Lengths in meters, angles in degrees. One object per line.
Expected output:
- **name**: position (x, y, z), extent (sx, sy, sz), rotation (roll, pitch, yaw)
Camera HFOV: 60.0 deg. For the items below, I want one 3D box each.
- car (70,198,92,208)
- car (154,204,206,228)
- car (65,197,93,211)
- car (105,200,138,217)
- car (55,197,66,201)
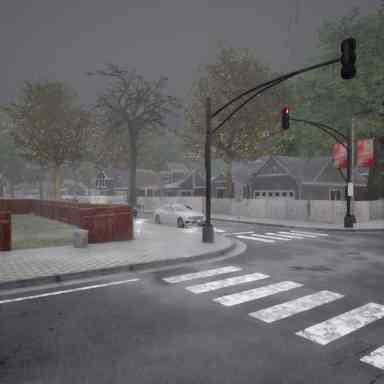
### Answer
- **car**: position (-16.614, 1.653, 49.653), extent (1.994, 1.385, 4.181), rotation (0, 0, -35)
- **car**: position (-0.933, 1.547, 22.681), extent (1.812, 1.442, 4.674), rotation (0, 0, -36)
- **car**: position (-13.315, 1.530, 40.051), extent (1.882, 1.535, 5.008), rotation (0, 0, -35)
- **car**: position (-6.763, 1.513, 30.855), extent (1.882, 1.535, 5.008), rotation (0, 0, -36)
- **car**: position (-22.266, 1.599, 57.466), extent (2.128, 1.511, 4.902), rotation (0, 0, -36)
